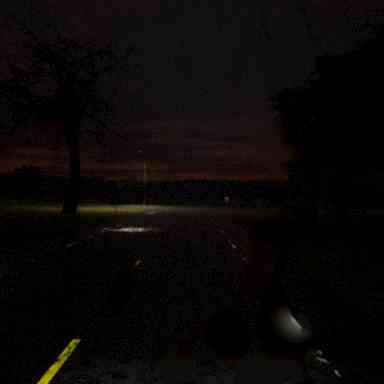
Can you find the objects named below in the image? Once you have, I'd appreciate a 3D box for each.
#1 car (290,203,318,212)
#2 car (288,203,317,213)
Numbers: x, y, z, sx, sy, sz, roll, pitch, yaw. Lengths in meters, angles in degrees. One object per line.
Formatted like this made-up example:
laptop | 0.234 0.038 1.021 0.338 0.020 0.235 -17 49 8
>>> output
car | 22.074 3.007 65.736 4.902 1.511 2.128 2 0 0
car | 19.486 2.909 58.747 5.008 1.535 1.882 2 0 0
